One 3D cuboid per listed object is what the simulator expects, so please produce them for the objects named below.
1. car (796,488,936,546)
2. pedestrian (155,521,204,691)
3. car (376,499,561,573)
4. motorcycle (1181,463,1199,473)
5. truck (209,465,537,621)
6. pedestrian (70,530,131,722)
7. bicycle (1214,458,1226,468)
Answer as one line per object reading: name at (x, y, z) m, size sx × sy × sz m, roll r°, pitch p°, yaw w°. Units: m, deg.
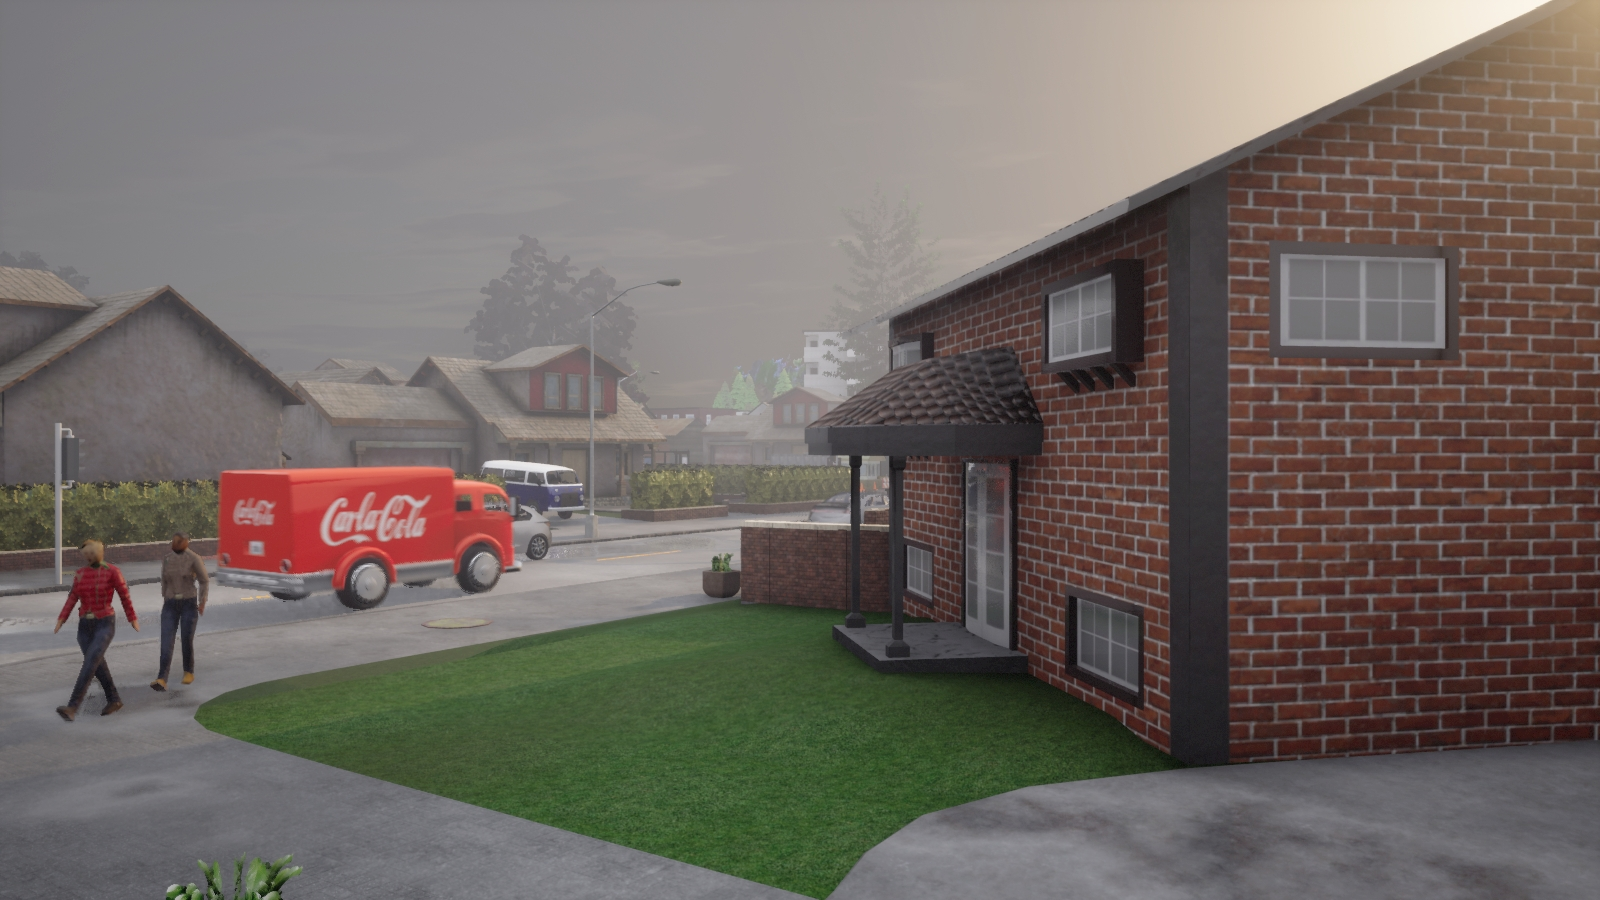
car at (2.170, 2.035, 35.853) m, size 2.128 × 1.511 × 4.902 m, roll 0°, pitch 0°, yaw 35°
pedestrian at (-6.974, 1.737, 12.856) m, size 0.375 × 1.860 × 0.375 m, roll 0°, pitch 0°, yaw -8°
car at (-8.091, 2.051, 28.194) m, size 1.816 × 1.474 × 4.193 m, roll 0°, pitch 0°, yaw 34°
motorcycle at (47.455, 2.161, 139.026) m, size 2.033 × 1.199 × 0.803 m, roll 0°, pitch 0°, yaw 35°
truck at (-7.822, 1.555, 21.467) m, size 2.627 × 2.467 × 5.204 m, roll 0°, pitch 0°, yaw 34°
pedestrian at (-6.959, 1.737, 11.377) m, size 0.375 × 1.860 × 0.375 m, roll 0°, pitch 0°, yaw 1°
bicycle at (65.395, 2.030, 177.932) m, size 1.835 × 1.471 × 0.329 m, roll 0°, pitch 0°, yaw 35°
